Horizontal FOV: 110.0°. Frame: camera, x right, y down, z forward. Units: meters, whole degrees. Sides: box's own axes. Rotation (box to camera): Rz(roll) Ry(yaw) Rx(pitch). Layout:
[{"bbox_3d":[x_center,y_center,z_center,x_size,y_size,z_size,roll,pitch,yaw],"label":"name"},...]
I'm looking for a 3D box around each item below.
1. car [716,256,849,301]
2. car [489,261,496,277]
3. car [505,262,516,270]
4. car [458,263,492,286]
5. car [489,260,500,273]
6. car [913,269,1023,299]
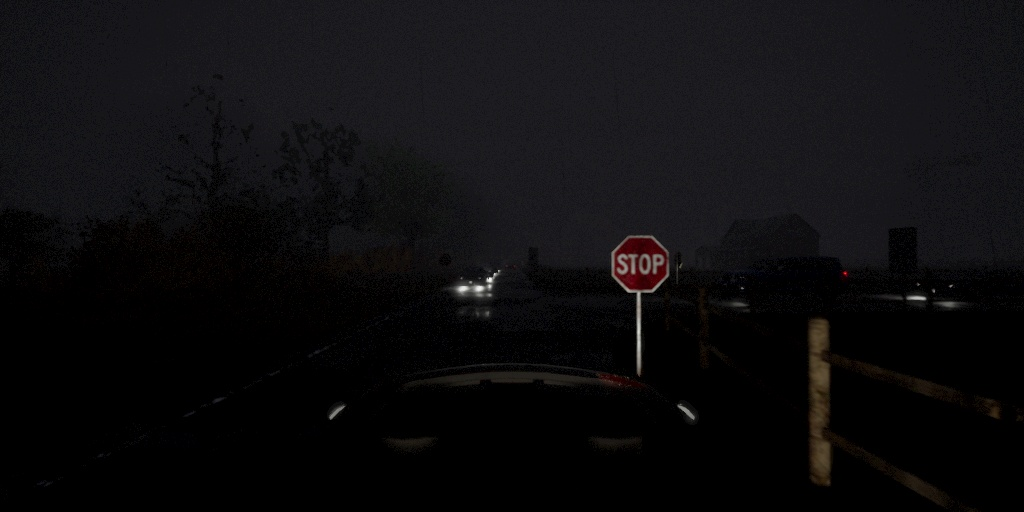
[{"bbox_3d":[13.171,1.052,17.599,5.566,2.045,2.150,0,-1,0],"label":"car"},{"bbox_3d":[-3.027,1.574,39.367,1.812,1.442,4.674,0,0,0],"label":"car"},{"bbox_3d":[-0.202,1.746,61.643,2.033,1.411,5.357,0,0,0],"label":"car"},{"bbox_3d":[-2.979,1.515,28.319,2.033,1.411,5.357,0,0,0],"label":"car"},{"bbox_3d":[-3.071,1.692,50.918,1.994,1.385,4.181,0,0,0],"label":"car"},{"bbox_3d":[23.422,1.335,17.807,5.357,1.411,2.033,0,-1,-1],"label":"car"}]
